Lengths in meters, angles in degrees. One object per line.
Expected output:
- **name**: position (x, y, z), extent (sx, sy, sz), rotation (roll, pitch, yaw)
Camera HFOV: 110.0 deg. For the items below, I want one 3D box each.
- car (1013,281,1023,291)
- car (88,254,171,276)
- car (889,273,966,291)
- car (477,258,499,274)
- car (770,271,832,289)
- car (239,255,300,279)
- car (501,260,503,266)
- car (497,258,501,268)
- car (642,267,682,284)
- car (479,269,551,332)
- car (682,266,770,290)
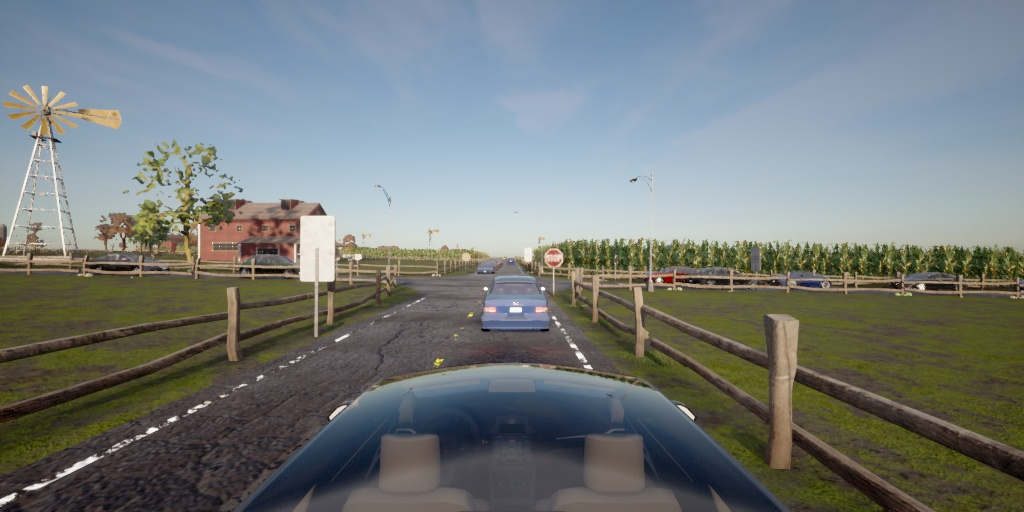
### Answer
- **car**: position (43.505, 2.288, 28.706), extent (5.008, 1.535, 1.882), rotation (1, -1, 1)
- **car**: position (-27.823, 0.611, 26.224), extent (4.902, 1.511, 2.128), rotation (1, -1, 0)
- **car**: position (33.308, 2.082, 28.806), extent (4.892, 1.490, 1.837), rotation (2, -1, 0)
- **car**: position (-2.933, 1.318, 41.494), extent (2.033, 1.411, 5.357), rotation (0, 0, 0)
- **car**: position (23.070, 1.905, 28.878), extent (4.181, 1.385, 1.994), rotation (1, -1, 0)
- **car**: position (-17.094, 0.721, 26.162), extent (4.553, 1.767, 2.097), rotation (1, -1, 0)
- **car**: position (-2.949, 1.146, 61.512), extent (2.097, 1.767, 4.553), rotation (0, 0, 0)
- **car**: position (-2.949, 1.307, 51.501), extent (1.812, 1.442, 4.674), rotation (0, 0, 0)
- **car**: position (13.143, 1.588, 28.930), extent (5.008, 1.535, 1.882), rotation (1, -1, 0)
- **car**: position (0.081, 1.300, 10.851), extent (2.033, 1.411, 5.357), rotation (0, 0, 0)
- **car**: position (15.361, 1.633, 25.968), extent (4.892, 1.490, 1.837), rotation (1, -1, 0)
